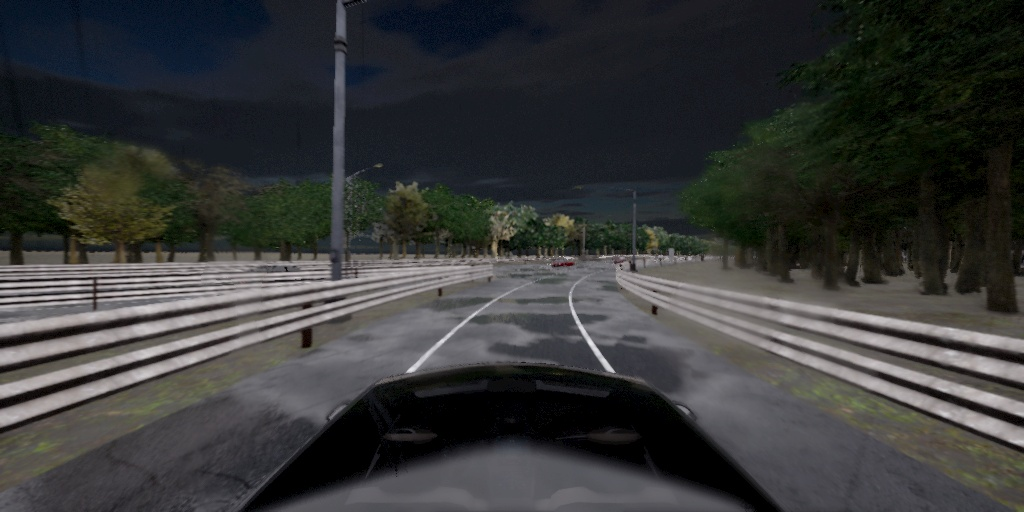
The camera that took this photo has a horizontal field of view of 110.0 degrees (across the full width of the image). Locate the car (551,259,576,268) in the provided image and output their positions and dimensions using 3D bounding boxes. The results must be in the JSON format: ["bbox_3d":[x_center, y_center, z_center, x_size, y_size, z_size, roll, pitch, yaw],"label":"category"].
[{"bbox_3d":[7.673,1.130,52.998,1.895,1.301,4.718,1,1,37],"label":"car"}]

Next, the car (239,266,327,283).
[{"bbox_3d":[-14.712,1.349,23.333,1.837,1.490,4.892,1,1,37],"label":"car"}]
